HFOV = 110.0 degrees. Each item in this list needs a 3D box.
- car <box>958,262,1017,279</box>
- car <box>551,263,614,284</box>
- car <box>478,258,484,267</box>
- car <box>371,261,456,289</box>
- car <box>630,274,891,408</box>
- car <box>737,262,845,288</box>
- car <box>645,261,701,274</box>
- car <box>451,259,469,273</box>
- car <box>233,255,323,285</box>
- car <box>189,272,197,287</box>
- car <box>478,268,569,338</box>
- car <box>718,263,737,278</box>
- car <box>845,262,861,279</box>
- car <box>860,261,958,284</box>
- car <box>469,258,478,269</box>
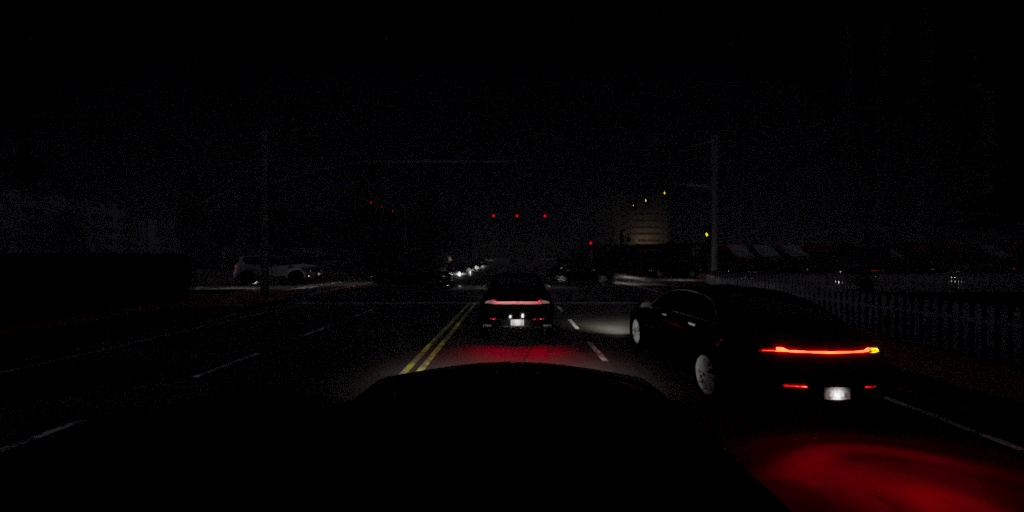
[{"bbox_3d":[38.885,1.260,30.282,4.674,1.442,1.812,0,0,-1],"label":"car"},{"bbox_3d":[4.859,1.241,26.023,4.892,1.490,1.837,0,0,0],"label":"car"},{"bbox_3d":[-6.653,1.280,64.136,1.994,1.385,4.181,0,0,1],"label":"car"},{"bbox_3d":[-6.266,1.230,22.514,4.902,1.511,2.128,0,0,0],"label":"car"},{"bbox_3d":[3.588,1.252,6.337,1.837,1.490,4.892,0,0,1],"label":"car"},{"bbox_3d":[17.546,1.230,22.704,4.902,1.511,2.128,0,0,-1],"label":"car"},{"bbox_3d":[14.931,1.237,33.415,4.892,1.490,1.837,0,0,1],"label":"car"},{"bbox_3d":[-6.830,1.231,44.270,1.837,1.490,4.892,0,0,0],"label":"car"},{"bbox_3d":[-16.724,0.959,25.766,5.566,2.045,2.150,0,0,-3],"label":"car"},{"bbox_3d":[-22.273,1.231,22.088,4.902,1.511,2.128,0,0,-1],"label":"car"},{"bbox_3d":[0.132,1.237,10.242,2.128,1.511,4.902,0,0,0],"label":"car"},{"bbox_3d":[19.625,1.226,29.938,4.902,1.511,2.128,0,0,-1],"label":"car"},{"bbox_3d":[28.885,1.260,30.102,4.674,1.442,1.812,0,0,-1],"label":"car"},{"bbox_3d":[29.159,1.241,26.416,4.892,1.490,1.837,0,0,-1],"label":"car"},{"bbox_3d":[-6.759,1.247,54.092,1.812,1.442,4.674,0,0,1],"label":"car"}]
